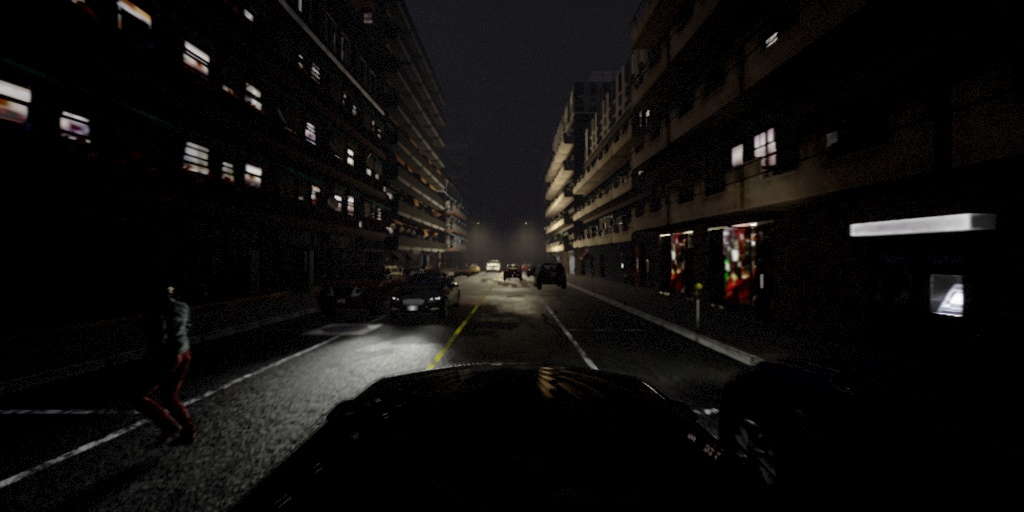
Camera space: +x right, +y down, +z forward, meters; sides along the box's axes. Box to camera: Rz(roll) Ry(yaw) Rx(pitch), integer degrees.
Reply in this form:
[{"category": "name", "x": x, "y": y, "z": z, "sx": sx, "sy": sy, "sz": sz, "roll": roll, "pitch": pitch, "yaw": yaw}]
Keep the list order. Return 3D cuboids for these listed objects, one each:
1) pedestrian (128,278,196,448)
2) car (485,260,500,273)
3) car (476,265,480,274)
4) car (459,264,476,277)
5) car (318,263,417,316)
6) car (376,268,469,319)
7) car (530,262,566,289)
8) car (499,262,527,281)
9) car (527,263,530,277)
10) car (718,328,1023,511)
[{"category": "pedestrian", "x": -3.644, "y": 1.069, "z": 3.762, "sx": 0.375, "sy": 1.860, "sz": 0.375, "roll": -1, "pitch": 0, "yaw": -5}, {"category": "car", "x": -3.019, "y": 1.680, "z": 59.109, "sx": 2.150, "sy": 2.045, "sz": 5.566, "roll": 0, "pitch": -1, "yaw": 0}, {"category": "car", "x": -5.702, "y": 1.850, "z": 48.291, "sx": 1.751, "sy": 1.417, "sz": 4.829, "roll": 0, "pitch": 0, "yaw": 0}, {"category": "car", "x": -5.701, "y": 1.780, "z": 42.628, "sx": 1.751, "sy": 1.417, "sz": 4.829, "roll": 0, "pitch": 0, "yaw": 0}, {"category": "car", "x": -5.693, "y": 1.220, "z": 14.480, "sx": 2.192, "sy": 1.841, "sz": 5.009, "roll": 0, "pitch": 0, "yaw": 0}, {"category": "car", "x": -3.103, "y": 1.386, "z": 13.624, "sx": 2.128, "sy": 1.511, "sz": 4.902, "roll": 0, "pitch": -1, "yaw": 0}, {"category": "car", "x": 2.684, "y": 1.359, "z": 25.777, "sx": 2.192, "sy": 1.841, "sz": 5.009, "roll": 0, "pitch": 0, "yaw": 0}, {"category": "car", "x": 0.089, "y": 1.665, "z": 36.223, "sx": 2.128, "sy": 1.511, "sz": 4.902, "roll": 0, "pitch": -1, "yaw": 0}, {"category": "car", "x": 2.680, "y": 1.820, "z": 42.767, "sx": 1.948, "sy": 1.339, "sz": 4.313, "roll": 0, "pitch": 0, "yaw": 0}, {"category": "car", "x": 3.001, "y": 1.099, "z": 1.550, "sx": 2.097, "sy": 1.767, "sz": 4.553, "roll": 0, "pitch": -1, "yaw": 0}]
